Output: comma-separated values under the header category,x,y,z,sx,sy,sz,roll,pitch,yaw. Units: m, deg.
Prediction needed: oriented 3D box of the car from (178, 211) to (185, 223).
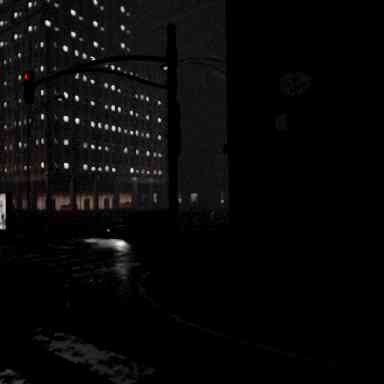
category,x,y,z,sx,sy,sz,roll,pitch,yaw
car,-2.876,1.973,25.493,2.008,1.369,4.403,-2,-2,35

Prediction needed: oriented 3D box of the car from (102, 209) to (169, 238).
category,x,y,z,sx,sy,sz,roll,pitch,yaw
car,-3.288,1.847,20.163,1.812,1.442,4.674,-1,-1,34

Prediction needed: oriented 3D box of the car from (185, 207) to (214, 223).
category,x,y,z,sx,sy,sz,roll,pitch,yaw
car,0.334,2.054,30.044,2.008,1.369,4.403,-2,-2,35
